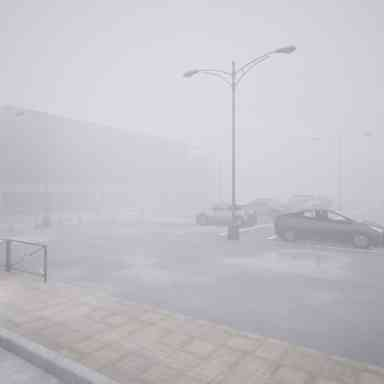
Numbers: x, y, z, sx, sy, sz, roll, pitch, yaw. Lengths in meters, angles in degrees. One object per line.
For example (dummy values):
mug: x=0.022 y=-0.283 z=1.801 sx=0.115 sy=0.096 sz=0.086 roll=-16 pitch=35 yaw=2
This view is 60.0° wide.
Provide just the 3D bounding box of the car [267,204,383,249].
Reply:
car: x=5.854 y=1.490 z=14.316 sx=4.514 sy=1.523 sz=2.007 roll=0 pitch=0 yaw=35

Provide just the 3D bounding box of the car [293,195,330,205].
car: x=12.912 y=1.268 z=37.289 sx=3.866 sy=1.878 sz=1.905 roll=0 pitch=0 yaw=35

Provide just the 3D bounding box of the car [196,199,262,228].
car: x=2.173 y=1.424 z=21.356 sx=3.806 sy=1.475 sz=1.970 roll=0 pitch=0 yaw=35

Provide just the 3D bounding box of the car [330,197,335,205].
car: x=14.239 y=1.289 z=39.907 sx=4.605 sy=1.855 sz=1.932 roll=0 pitch=0 yaw=35

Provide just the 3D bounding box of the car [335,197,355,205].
car: x=24.995 y=1.565 z=55.062 sx=3.633 sy=1.501 sz=1.845 roll=0 pitch=0 yaw=35

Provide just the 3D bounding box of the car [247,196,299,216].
car: x=5.584 y=1.345 z=26.801 sx=5.027 sy=1.636 sz=2.152 roll=0 pitch=0 yaw=35

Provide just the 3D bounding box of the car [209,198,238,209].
car: x=4.799 y=1.724 z=50.229 sx=2.033 sy=1.411 sz=5.357 roll=0 pitch=0 yaw=35

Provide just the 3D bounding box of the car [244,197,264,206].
car: x=11.084 y=1.702 z=59.221 sx=1.812 sy=1.442 sz=4.674 roll=0 pitch=0 yaw=35

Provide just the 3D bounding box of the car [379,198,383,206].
car: x=29.371 y=1.576 z=48.369 sx=3.806 sy=1.475 sz=1.970 roll=0 pitch=0 yaw=35
